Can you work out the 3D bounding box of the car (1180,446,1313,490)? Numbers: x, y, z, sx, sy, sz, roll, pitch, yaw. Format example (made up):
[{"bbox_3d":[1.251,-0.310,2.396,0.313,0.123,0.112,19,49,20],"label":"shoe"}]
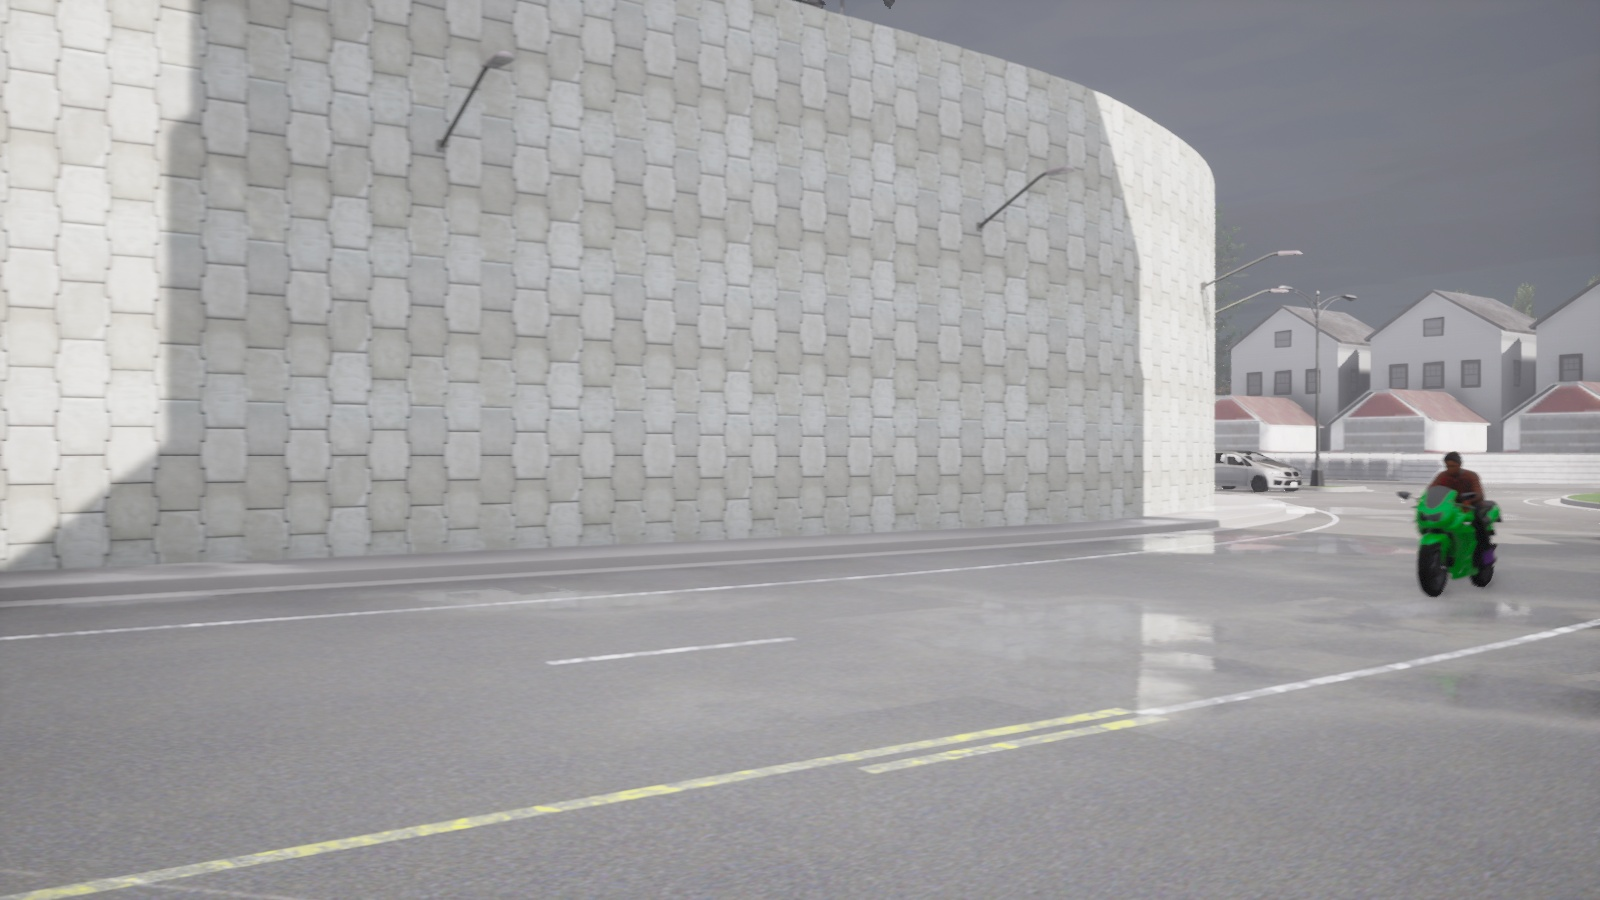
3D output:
[{"bbox_3d":[17.736,0.675,50.079,2.242,1.667,4.611,0,0,-33],"label":"car"}]

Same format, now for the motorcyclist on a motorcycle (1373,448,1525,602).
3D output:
[{"bbox_3d":[6.957,0.745,13.415,2.044,1.523,0.797,0,-1,-43],"label":"motorcyclist on a motorcycle"}]
